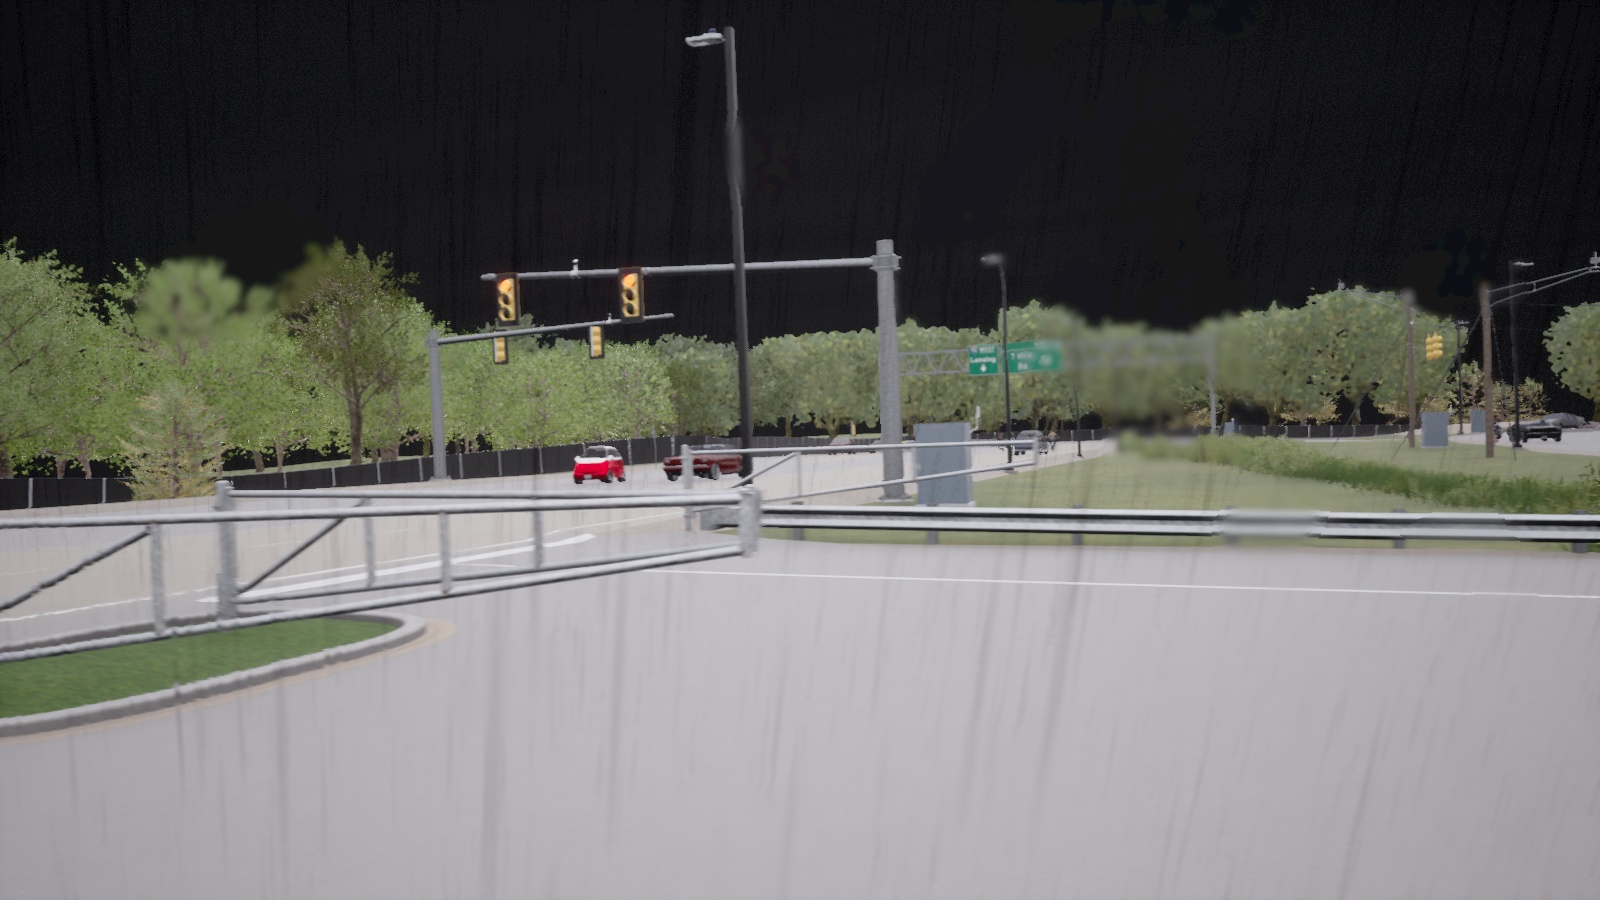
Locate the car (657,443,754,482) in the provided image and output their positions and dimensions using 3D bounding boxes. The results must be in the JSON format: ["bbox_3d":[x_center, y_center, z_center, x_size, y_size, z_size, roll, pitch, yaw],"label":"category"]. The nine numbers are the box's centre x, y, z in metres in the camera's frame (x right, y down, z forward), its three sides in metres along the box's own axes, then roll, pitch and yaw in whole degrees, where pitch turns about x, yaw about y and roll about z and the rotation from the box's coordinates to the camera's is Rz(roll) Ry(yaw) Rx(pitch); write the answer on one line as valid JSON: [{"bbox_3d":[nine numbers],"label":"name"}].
[{"bbox_3d":[-3.440,0.425,46.683,1.895,1.301,4.718,-1,0,18],"label":"car"}]

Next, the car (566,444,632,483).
[{"bbox_3d":[-7.345,0.483,46.034,1.481,1.376,2.207,-1,0,18],"label":"car"}]

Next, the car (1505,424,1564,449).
[{"bbox_3d":[41.214,-0.768,70.564,1.895,1.301,4.718,-1,1,18],"label":"car"}]

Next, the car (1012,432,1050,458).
[{"bbox_3d":[14.345,-0.332,77.899,1.789,1.549,3.705,-1,0,18],"label":"car"}]
